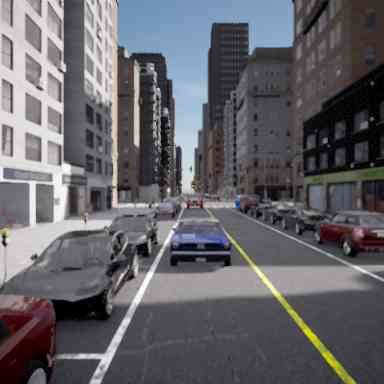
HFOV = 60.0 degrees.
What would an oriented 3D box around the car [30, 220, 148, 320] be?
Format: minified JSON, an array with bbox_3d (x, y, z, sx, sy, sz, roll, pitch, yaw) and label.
[{"bbox_3d":[-2.305,1.558,7.342,1.947,1.339,4.313,0,0,0],"label":"car"}]

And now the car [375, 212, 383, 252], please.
[{"bbox_3d":[6.220,1.434,7.350,1.967,1.590,4.097,0,0,0],"label":"car"}]

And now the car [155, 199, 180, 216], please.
[{"bbox_3d":[-2.289,1.553,29.443,1.802,1.307,4.206,0,0,0],"label":"car"}]

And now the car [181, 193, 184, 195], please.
[{"bbox_3d":[-2.773,1.385,95.517,1.967,1.590,4.097,0,0,-1],"label":"car"}]

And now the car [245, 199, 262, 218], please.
[{"bbox_3d":[6.236,1.538,29.444,1.947,1.339,4.313,0,0,0],"label":"car"}]

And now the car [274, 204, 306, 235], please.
[{"bbox_3d":[6.229,1.534,18.397,2.008,1.369,4.403,0,0,0],"label":"car"}]

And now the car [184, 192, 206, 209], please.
[{"bbox_3d":[0.390,1.181,44.106,2.150,2.045,5.566,0,0,0],"label":"car"}]

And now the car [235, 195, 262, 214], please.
[{"bbox_3d":[6.241,1.282,34.968,2.192,1.841,5.009,0,0,0],"label":"car"}]

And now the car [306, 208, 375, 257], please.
[{"bbox_3d":[6.224,1.428,12.873,1.967,1.590,4.097,0,0,0],"label":"car"}]

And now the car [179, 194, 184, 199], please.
[{"bbox_3d":[-2.281,1.400,40.493,1.967,1.590,4.097,0,0,0],"label":"car"}]

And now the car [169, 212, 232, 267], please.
[{"bbox_3d":[0.257,1.589,11.521,1.895,1.301,4.718,0,0,0],"label":"car"}]

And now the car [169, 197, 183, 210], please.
[{"bbox_3d":[-2.286,1.531,34.968,1.947,1.339,4.313,0,0,0],"label":"car"}]

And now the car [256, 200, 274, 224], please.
[{"bbox_3d":[6.233,1.528,23.921,2.008,1.369,4.403,0,0,0],"label":"car"}]

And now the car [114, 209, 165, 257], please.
[{"bbox_3d":[-2.301,1.553,12.867,1.947,1.339,4.313,0,0,0],"label":"car"}]

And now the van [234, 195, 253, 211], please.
[{"bbox_3d":[6.245,1.303,40.492,1.690,1.788,3.998,0,0,0],"label":"van"}]

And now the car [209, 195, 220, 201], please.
[{"bbox_3d":[5.991,1.386,84.382,1.967,1.590,4.097,0,0,-1],"label":"car"}]

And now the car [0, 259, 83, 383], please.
[{"bbox_3d":[-2.309,1.542,1.817,1.887,1.381,4.507,0,0,0],"label":"car"}]
